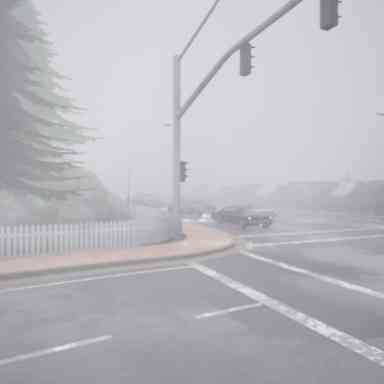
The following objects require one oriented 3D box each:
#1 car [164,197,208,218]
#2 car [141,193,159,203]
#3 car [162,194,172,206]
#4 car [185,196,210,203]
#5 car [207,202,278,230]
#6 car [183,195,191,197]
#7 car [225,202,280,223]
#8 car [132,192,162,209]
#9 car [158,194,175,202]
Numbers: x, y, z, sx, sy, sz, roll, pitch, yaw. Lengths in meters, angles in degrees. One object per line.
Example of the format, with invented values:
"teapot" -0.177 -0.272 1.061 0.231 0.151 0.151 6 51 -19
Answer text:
"car" -0.656 1.421 29.374 1.812 1.442 4.674 0 0 -24
"car" -8.070 1.039 63.533 2.097 1.767 4.553 0 0 -24
"car" -4.106 1.286 45.768 2.128 1.511 4.902 0 0 -24
"car" 1.029 1.439 34.182 1.994 1.385 4.181 0 0 -23
"car" 3.051 1.554 20.990 1.895 1.301 4.718 0 0 -24
"car" -0.811 1.278 56.045 1.812 1.442 4.674 0 0 -24
"car" 4.600 1.532 26.121 1.895 1.301 4.718 0 0 -24
"car" -5.891 1.038 41.137 2.150 2.045 5.566 0 0 -24
"car" -5.084 1.213 65.431 1.812 1.442 4.674 0 0 -24
